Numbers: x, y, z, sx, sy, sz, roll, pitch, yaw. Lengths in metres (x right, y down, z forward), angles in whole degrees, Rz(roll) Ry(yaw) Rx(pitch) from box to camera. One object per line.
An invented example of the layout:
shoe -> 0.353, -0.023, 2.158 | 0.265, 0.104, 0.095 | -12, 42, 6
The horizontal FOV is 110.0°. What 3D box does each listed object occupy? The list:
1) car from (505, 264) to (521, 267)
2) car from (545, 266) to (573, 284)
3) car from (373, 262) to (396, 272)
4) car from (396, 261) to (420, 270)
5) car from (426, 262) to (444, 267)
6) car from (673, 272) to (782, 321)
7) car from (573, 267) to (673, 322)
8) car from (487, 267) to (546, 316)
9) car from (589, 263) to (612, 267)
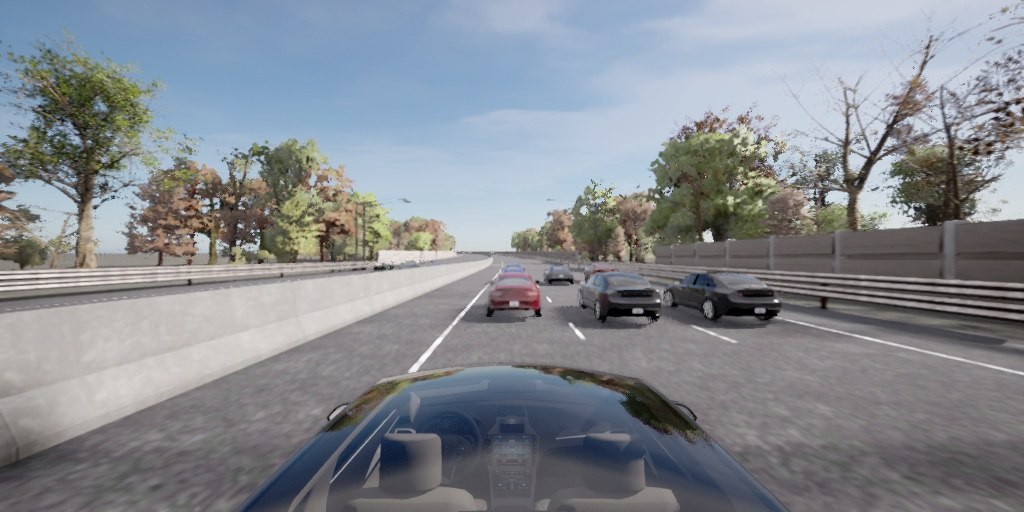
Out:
car -> 0.083, 1.389, 28.505 | 1.812, 1.442, 4.674 | 0, 0, 0
car -> 3.582, 1.425, 28.048 | 1.994, 1.385, 4.181 | 0, 0, 0
car -> -17.575, 1.550, 49.898 | 1.895, 1.301, 4.718 | 0, 0, 0
car -> -14.078, 1.474, 49.793 | 1.812, 1.442, 4.674 | 0, 0, 0
car -> -10.576, 1.496, 49.861 | 2.033, 1.411, 5.357 | 0, 0, 0
car -> 7.074, 1.303, 12.620 | 1.837, 1.490, 4.892 | 0, 0, 0
car -> 3.573, 1.303, 12.567 | 1.837, 1.490, 4.892 | 0, 0, 0
car -> 0.081, 1.326, 13.414 | 1.812, 1.442, 4.674 | 0, 0, 0
car -> 7.085, 1.343, 29.049 | 1.882, 1.535, 5.008 | 0, 0, 0
